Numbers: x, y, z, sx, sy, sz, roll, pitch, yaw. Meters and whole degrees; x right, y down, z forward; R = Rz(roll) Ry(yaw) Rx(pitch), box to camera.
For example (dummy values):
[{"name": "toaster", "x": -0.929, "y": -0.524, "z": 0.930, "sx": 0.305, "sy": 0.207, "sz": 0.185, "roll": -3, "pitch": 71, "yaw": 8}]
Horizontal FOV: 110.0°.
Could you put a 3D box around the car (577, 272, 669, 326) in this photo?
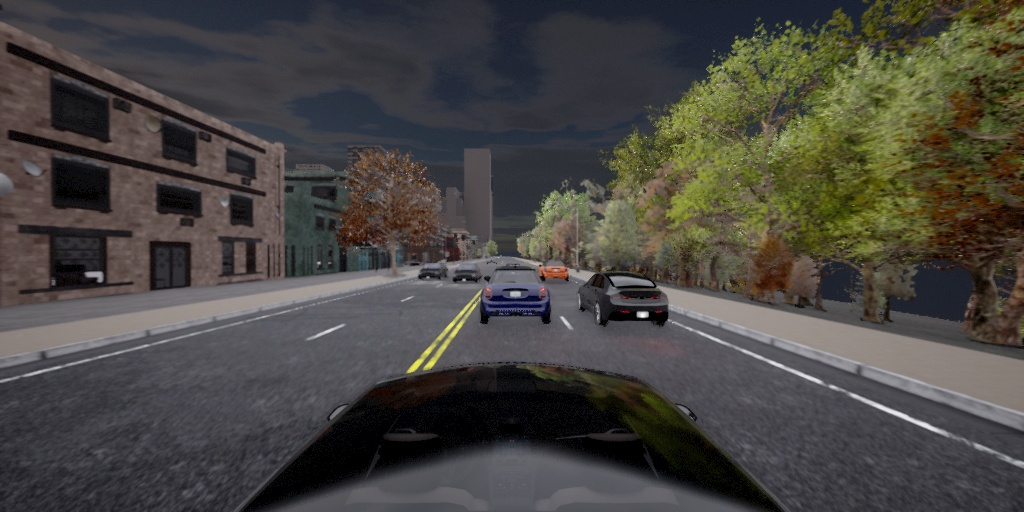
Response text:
[{"name": "car", "x": 3.350, "y": 1.253, "z": 11.605, "sx": 1.837, "sy": 1.490, "sz": 4.892, "roll": 0, "pitch": 0, "yaw": 0}]

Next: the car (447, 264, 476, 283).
[{"name": "car", "x": -3.360, "y": 1.293, "z": 27.794, "sx": 2.033, "sy": 1.411, "sz": 5.357, "roll": 0, "pitch": 0, "yaw": 0}]

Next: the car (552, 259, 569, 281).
[{"name": "car", "x": 3.330, "y": 1.098, "z": 29.538, "sx": 2.097, "sy": 1.767, "sz": 4.553, "roll": 0, "pitch": 0, "yaw": 0}]

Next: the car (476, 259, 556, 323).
[{"name": "car", "x": 0.100, "y": 1.100, "z": 12.314, "sx": 2.097, "sy": 1.767, "sz": 4.553, "roll": 0, "pitch": 0, "yaw": 0}]

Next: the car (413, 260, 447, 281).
[{"name": "car", "x": -6.623, "y": 1.293, "z": 30.864, "sx": 2.033, "sy": 1.411, "sz": 5.357, "roll": 0, "pitch": 0, "yaw": 0}]
